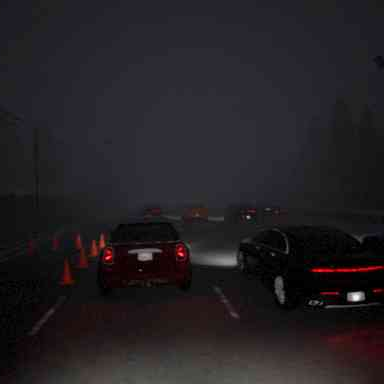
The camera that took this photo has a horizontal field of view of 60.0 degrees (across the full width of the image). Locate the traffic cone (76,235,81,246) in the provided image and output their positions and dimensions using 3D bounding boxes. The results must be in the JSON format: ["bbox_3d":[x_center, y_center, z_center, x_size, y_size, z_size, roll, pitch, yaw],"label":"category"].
[{"bbox_3d":[-4.985,2.187,14.657,0.340,0.580,0.340,-1,0,-7],"label":"traffic cone"}]

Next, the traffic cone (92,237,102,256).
[{"bbox_3d":[-3.765,2.142,12.784,0.340,0.580,0.340,-1,0,-7],"label":"traffic cone"}]

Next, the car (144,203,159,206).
[{"bbox_3d":[-3.636,1.813,30.161,1.837,1.490,4.892,-1,0,-7],"label":"car"}]

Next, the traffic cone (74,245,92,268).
[{"bbox_3d":[-3.538,2.123,10.797,0.340,0.580,0.340,-1,0,-7],"label":"traffic cone"}]

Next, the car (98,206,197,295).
[{"bbox_3d":[-1.262,1.451,9.358,2.097,1.767,4.553,-1,0,-7],"label":"car"}]

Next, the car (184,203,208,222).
[{"bbox_3d":[0.109,1.677,28.199,1.882,1.535,5.008,-1,0,-7],"label":"car"}]

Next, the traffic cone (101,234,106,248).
[{"bbox_3d":[-3.992,2.162,14.771,0.340,0.580,0.340,-1,0,-7],"label":"traffic cone"}]

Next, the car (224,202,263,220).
[{"bbox_3d":[3.814,1.599,26.583,1.837,1.490,4.892,-1,0,-7],"label":"car"}]

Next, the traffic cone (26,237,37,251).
[{"bbox_3d":[-6.972,2.235,14.430,0.340,0.580,0.340,-1,0,-7],"label":"traffic cone"}]

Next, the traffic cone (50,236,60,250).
[{"bbox_3d":[-5.979,2.211,14.544,0.340,0.580,0.340,-1,0,-7],"label":"traffic cone"}]

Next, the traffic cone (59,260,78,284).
[{"bbox_3d":[-3.311,2.103,8.810,0.340,0.580,0.340,-1,0,-7],"label":"traffic cone"}]

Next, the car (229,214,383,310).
[{"bbox_3d":[2.430,1.501,7.894,1.837,1.490,4.892,-1,0,-7],"label":"car"}]

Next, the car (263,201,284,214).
[{"bbox_3d":[6.881,1.571,30.464,1.812,1.442,4.674,-1,0,-7],"label":"car"}]
